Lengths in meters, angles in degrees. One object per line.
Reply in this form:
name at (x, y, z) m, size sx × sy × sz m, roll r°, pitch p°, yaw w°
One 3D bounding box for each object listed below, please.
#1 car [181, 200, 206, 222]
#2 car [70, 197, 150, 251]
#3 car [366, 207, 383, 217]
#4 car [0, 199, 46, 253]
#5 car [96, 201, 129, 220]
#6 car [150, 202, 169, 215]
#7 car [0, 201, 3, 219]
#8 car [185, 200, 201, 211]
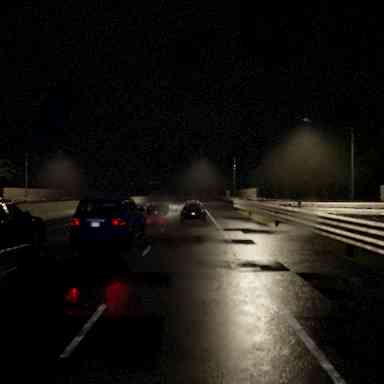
car at (0.107, 1.604, 26.929) m, size 1.994 × 1.385 × 4.181 m, roll 0°, pitch 0°, yaw 0°
car at (-3.396, 1.237, 14.386) m, size 2.150 × 2.045 × 5.566 m, roll 0°, pitch 0°, yaw 0°
car at (18.015, 1.628, 29.722) m, size 1.895 × 1.301 × 4.718 m, roll 0°, pitch -2°, yaw -20°
car at (-6.896, 1.232, 10.925) m, size 2.150 × 2.045 × 5.566 m, roll 0°, pitch 0°, yaw 0°
car at (-6.892, 1.573, 29.239) m, size 1.812 × 1.442 × 4.674 m, roll 0°, pitch 0°, yaw 0°
car at (-3.391, 1.663, 34.078) m, size 1.895 × 1.301 × 4.718 m, roll 0°, pitch 0°, yaw 0°
car at (-17.585, 1.532, 26.560) m, size 2.128 × 1.511 × 4.902 m, roll 0°, pitch 0°, yaw 0°
car at (0.112, 1.697, 42.984) m, size 1.895 × 1.301 × 4.718 m, roll 0°, pitch 0°, yaw 0°
